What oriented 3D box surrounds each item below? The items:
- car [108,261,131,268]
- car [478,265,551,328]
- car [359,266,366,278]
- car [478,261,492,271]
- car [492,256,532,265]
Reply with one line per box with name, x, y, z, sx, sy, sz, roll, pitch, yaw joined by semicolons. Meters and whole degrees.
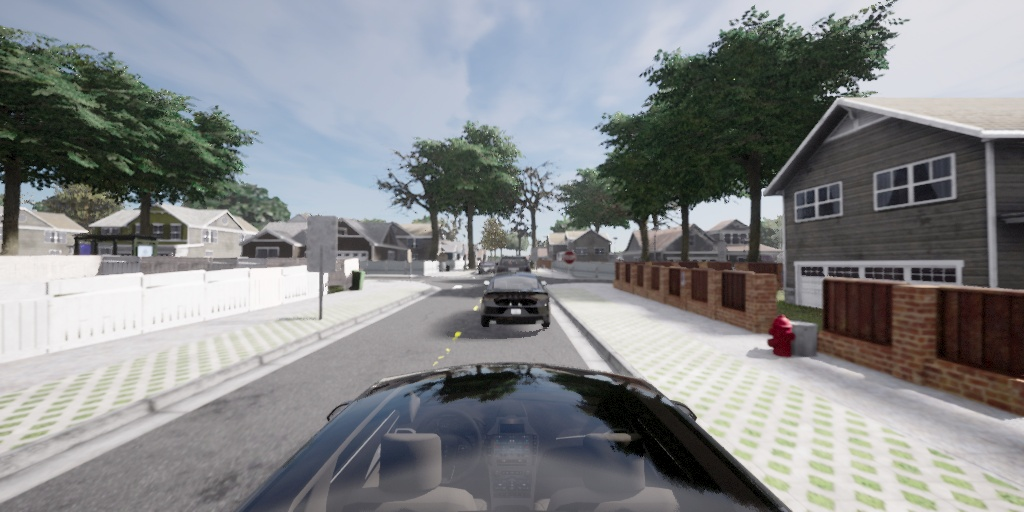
car;-27.884;0.862;26.656;4.892;1.490;1.837;1;-1;-1
car;0.101;1.222;11.363;1.882;1.535;5.008;0;0;0
car;-13.398;0.909;26.788;4.553;1.767;2.097;1;-1;1
car;-2.843;1.329;41.910;2.128;1.511;4.902;0;0;0
car;0.099;0.985;23.312;2.150;2.045;5.566;0;0;0
